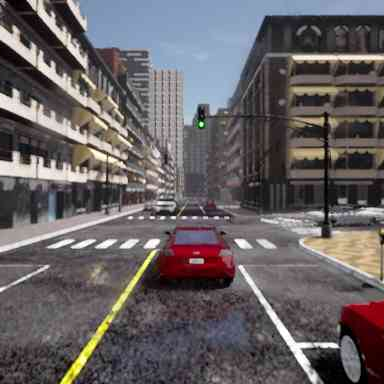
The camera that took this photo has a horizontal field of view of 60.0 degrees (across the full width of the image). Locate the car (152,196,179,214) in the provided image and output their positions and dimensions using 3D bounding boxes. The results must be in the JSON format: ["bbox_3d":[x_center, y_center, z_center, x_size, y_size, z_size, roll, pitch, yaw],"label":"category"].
[{"bbox_3d":[-3.050,1.522,39.544,2.150,2.045,5.566,0,0,0],"label":"car"}]

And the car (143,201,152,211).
[{"bbox_3d":[-5.662,1.903,45.954,2.008,1.369,4.403,0,0,0],"label":"car"}]

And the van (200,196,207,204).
[{"bbox_3d":[2.741,1.968,79.110,1.690,1.788,3.998,-1,0,0],"label":"van"}]

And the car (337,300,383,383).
[{"bbox_3d":[2.684,1.564,2.472,1.887,1.381,4.507,0,0,0],"label":"car"}]

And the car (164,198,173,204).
[{"bbox_3d":[-5.638,2.150,78.950,1.752,1.417,4.829,-1,0,0],"label":"car"}]

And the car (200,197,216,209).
[{"bbox_3d":[2.721,1.837,51.471,1.967,1.590,4.097,-1,0,0],"label":"car"}]

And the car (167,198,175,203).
[{"bbox_3d":[-5.628,2.303,90.176,1.802,1.307,4.206,-1,0,0],"label":"car"}]

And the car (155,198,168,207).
[{"bbox_3d":[-5.651,1.928,62.538,1.967,1.590,4.097,-1,0,0],"label":"car"}]

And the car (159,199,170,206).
[{"bbox_3d":[-5.646,2.115,68.065,1.802,1.307,4.206,-1,0,0],"label":"car"}]

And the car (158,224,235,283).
[{"bbox_3d":[0.109,1.637,9.949,1.994,1.385,4.181,0,-1,0],"label":"car"}]

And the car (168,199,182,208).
[{"bbox_3d":[-2.973,1.957,59.795,2.128,1.511,4.902,0,0,1],"label":"car"}]

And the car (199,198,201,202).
[{"bbox_3d":[2.735,2.084,68.053,2.008,1.369,4.403,-1,0,0],"label":"car"}]

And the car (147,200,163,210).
[{"bbox_3d":[-5.659,1.963,51.481,1.947,1.339,4.313,0,0,0],"label":"car"}]

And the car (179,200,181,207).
[{"bbox_3d":[-3.039,1.946,49.603,1.994,1.385,4.181,0,0,1],"label":"car"}]

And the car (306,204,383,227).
[{"bbox_3d":[10.337,1.593,22.404,4.718,1.301,1.895,-1,0,-2],"label":"car"}]
